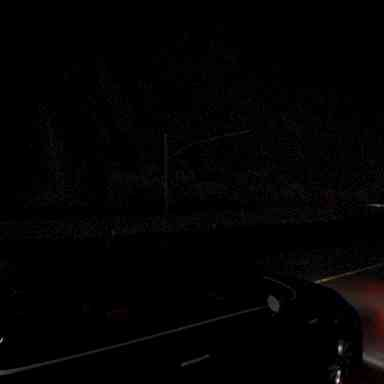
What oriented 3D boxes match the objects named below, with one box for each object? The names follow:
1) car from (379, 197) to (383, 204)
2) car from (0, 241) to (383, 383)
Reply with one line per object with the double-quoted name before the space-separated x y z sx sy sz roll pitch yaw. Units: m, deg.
"car" 31.693 1.221 52.983 4.892 1.490 1.837 0 0 -36
"car" -0.108 1.350 3.668 4.553 1.767 2.097 0 0 -36
